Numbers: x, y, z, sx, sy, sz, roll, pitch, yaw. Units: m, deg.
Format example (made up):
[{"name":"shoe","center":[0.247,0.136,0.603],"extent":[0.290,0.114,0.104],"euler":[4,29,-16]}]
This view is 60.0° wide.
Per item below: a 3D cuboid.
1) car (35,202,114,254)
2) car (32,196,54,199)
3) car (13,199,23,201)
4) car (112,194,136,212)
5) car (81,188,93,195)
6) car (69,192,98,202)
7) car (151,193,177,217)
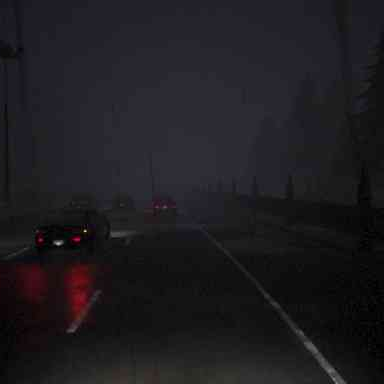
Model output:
[{"name":"car","center":[-4.230,1.303,12.292],"extent":[1.812,1.442,4.674],"euler":[0,1,-5]},{"name":"car","center":[-18.190,0.780,41.735],"extent":[1.812,1.442,4.674],"euler":[0,1,-6]},{"name":"car","center":[-21.955,0.709,43.967],"extent":[2.128,1.511,4.902],"euler":[0,1,-6]},{"name":"car","center":[-6.167,0.927,30.416],"extent":[1.882,1.535,5.008],"euler":[0,1,-6]},{"name":"car","center":[-26.297,-0.189,83.492],"extent":[2.097,1.767,4.553],"euler":[0,1,-6]},{"name":"car","center":[-9.602,0.972,29.639],"extent":[1.837,1.490,4.892],"euler":[0,1,-6]},{"name":"car","center":[-2.138,1.077,25.824],"extent":[2.033,1.411,5.357],"euler":[0,1,-6]}]
